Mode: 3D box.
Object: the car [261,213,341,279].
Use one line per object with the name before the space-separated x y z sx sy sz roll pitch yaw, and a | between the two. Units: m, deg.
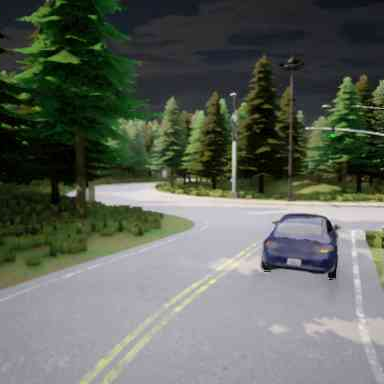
car | 3.235 1.342 9.650 1.812 1.442 4.674 2 3 23
